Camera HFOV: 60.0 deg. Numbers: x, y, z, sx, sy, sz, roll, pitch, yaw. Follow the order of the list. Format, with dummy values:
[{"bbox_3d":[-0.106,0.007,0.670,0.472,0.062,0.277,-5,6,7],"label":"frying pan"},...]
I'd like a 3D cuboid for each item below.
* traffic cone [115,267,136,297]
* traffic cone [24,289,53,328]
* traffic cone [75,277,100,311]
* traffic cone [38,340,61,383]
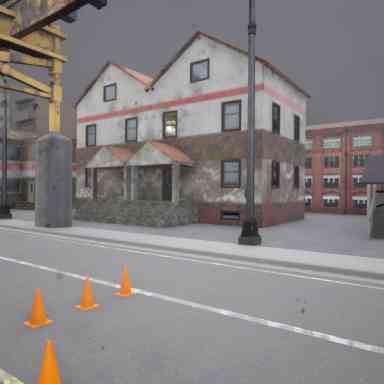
[{"bbox_3d":[-1.460,1.949,7.307,0.340,0.580,0.340,0,0,36],"label":"traffic cone"},{"bbox_3d":[-2.629,1.949,5.684,0.340,0.580,0.340,0,0,36],"label":"traffic cone"},{"bbox_3d":[-2.044,1.949,6.495,0.340,0.580,0.340,0,0,36],"label":"traffic cone"},{"bbox_3d":[-1.590,1.952,3.704,0.340,0.580,0.340,0,0,36],"label":"traffic cone"}]
